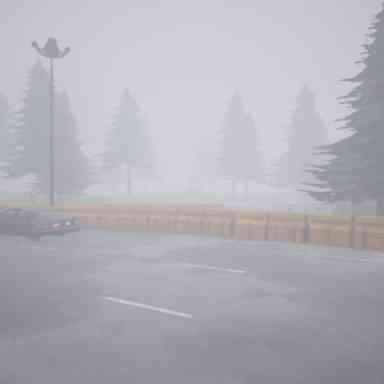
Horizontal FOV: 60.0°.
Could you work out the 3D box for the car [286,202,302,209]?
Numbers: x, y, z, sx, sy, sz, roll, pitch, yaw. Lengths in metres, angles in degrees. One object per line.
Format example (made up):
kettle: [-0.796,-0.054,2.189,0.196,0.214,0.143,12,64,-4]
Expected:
car: [12.564,1.271,35.834,5.008,1.535,1.882,0,0,-13]

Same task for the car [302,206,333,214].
car: [13.817,1.308,32.535,4.902,1.511,2.128,0,0,-13]

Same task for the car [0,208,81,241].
car: [-7.904,1.459,15.846,5.357,1.411,2.033,0,0,22]
